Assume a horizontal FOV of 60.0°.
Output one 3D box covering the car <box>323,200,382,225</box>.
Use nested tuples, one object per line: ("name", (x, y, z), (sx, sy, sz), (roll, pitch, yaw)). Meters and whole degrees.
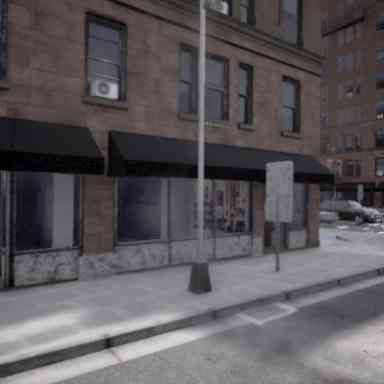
("car", (11.753, 1.422, 25.132), (2.097, 1.767, 4.553), (1, 0, -36))

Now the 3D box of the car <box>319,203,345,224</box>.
("car", (8.266, 1.612, 24.377), (1.895, 1.301, 4.718), (1, 0, -35))
